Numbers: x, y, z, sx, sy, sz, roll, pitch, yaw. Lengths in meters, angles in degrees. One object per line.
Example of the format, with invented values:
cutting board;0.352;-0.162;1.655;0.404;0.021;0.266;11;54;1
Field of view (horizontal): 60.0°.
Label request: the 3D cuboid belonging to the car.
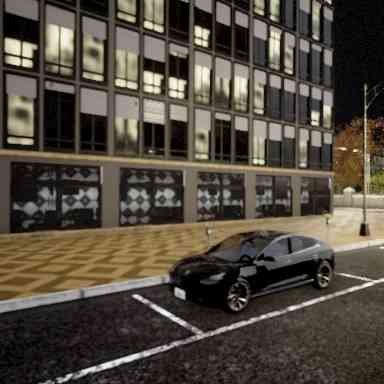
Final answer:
car;1.549;1.583;7.649;4.313;1.339;1.947;0;0;-35
